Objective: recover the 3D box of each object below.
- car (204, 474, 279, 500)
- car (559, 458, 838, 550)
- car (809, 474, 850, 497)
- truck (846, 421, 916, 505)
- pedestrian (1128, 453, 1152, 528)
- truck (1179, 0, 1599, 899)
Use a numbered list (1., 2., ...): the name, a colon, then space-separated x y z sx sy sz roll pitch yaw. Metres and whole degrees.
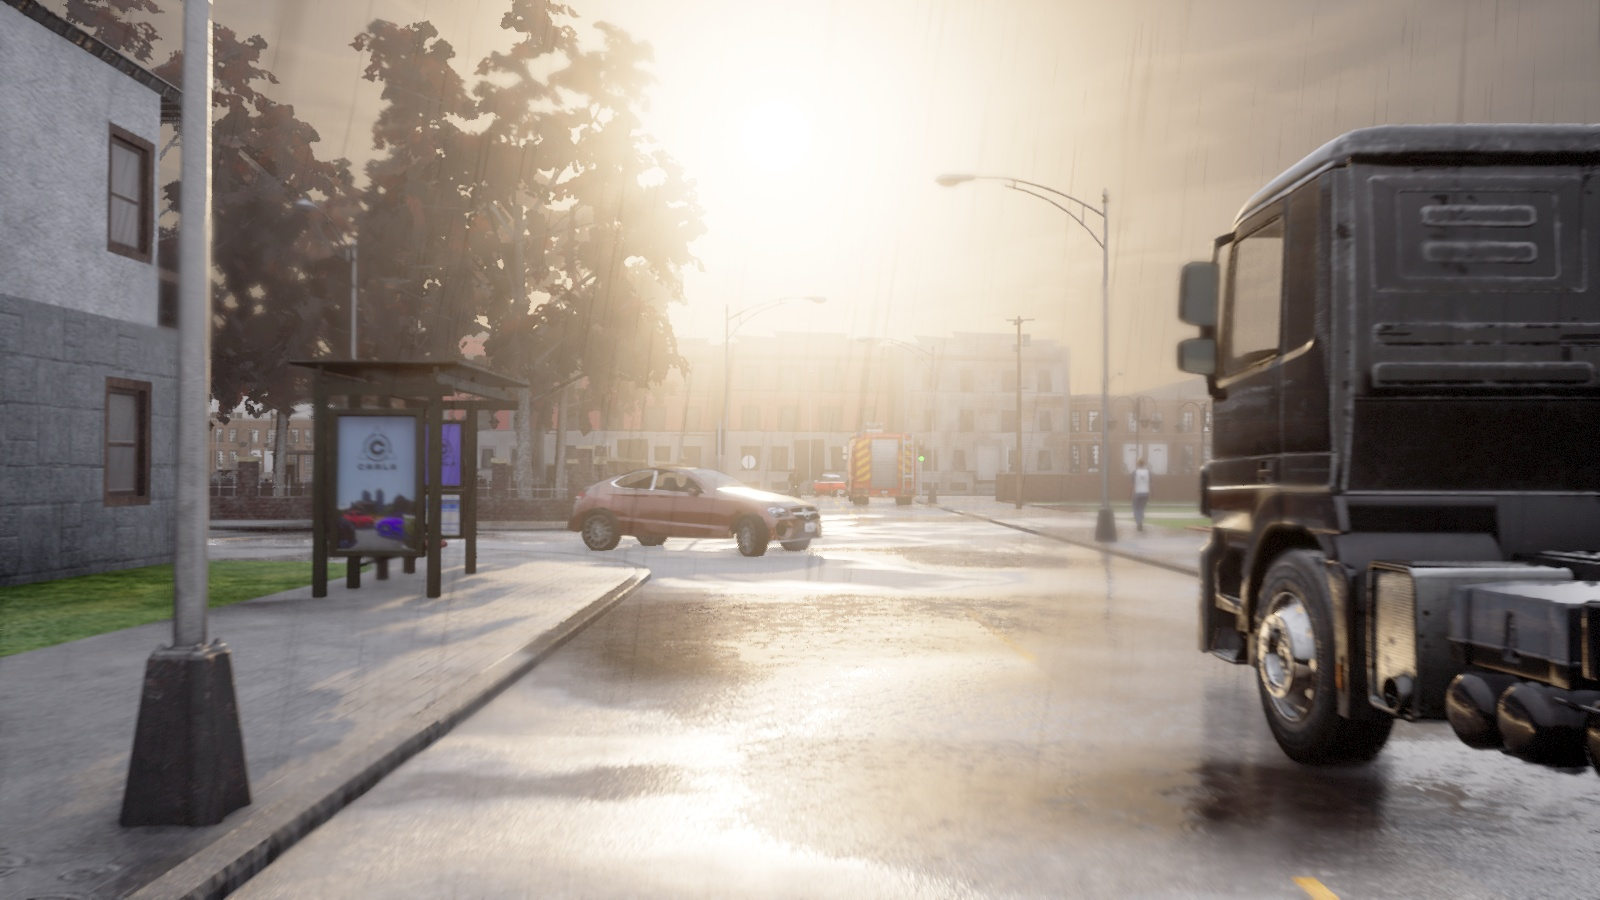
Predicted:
1. car: -33.411 2.221 75.194 3.633 1.501 1.845 0 -1 0
2. car: -2.000 1.011 24.495 5.027 1.651 2.152 -1 -1 26
3. car: 1.769 2.120 75.147 1.481 1.376 2.207 1 -1 -33
4. truck: 3.861 0.671 61.922 2.891 3.827 8.468 0 -1 0
5. pedestrian: 8.447 1.008 31.202 0.354 1.836 0.706 0 -1 -2
6. truck: 3.973 -0.107 4.554 2.891 3.462 7.936 0 -1 1
